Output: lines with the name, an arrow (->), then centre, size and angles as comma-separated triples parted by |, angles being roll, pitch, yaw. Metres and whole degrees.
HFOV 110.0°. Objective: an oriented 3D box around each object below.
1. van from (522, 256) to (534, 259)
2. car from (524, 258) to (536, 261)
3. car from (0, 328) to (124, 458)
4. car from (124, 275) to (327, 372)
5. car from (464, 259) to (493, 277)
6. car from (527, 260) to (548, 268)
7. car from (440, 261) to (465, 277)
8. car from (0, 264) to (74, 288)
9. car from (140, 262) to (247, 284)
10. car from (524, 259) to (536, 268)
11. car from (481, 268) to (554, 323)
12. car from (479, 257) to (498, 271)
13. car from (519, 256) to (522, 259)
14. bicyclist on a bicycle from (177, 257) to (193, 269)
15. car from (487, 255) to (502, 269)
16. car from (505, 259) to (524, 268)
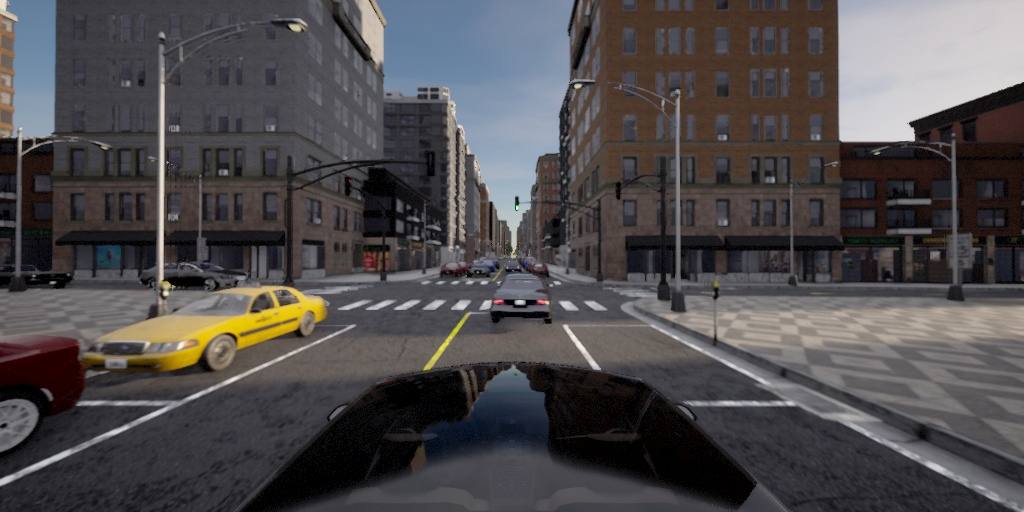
van -> 2.672, 1.058, 51.913 | 1.690, 1.789, 3.998 | 0, 0, 0
car -> 2.671, 1.302, 46.240 | 1.802, 1.307, 4.207 | 0, 0, 0
car -> -5.857, 1.294, 2.259 | 1.888, 1.381, 4.507 | 0, 0, 0
car -> -5.857, 1.271, 7.713 | 1.751, 1.417, 4.829 | 0, 0, 0
car -> -3.105, 1.291, 34.224 | 1.994, 1.385, 4.181 | 0, 0, -1
car -> 2.671, 1.309, 34.893 | 1.802, 1.307, 4.207 | 0, 0, 0
car -> -5.855, 1.272, 34.903 | 1.888, 1.381, 4.507 | 0, 0, 0
car -> -26.657, 1.093, 19.125 | 4.718, 1.301, 1.895 | 1, -1, 0
car -> -16.759, 1.073, 19.065 | 4.902, 1.511, 2.128 | 1, -1, 1
car -> 2.671, 1.305, 40.566 | 1.802, 1.307, 4.207 | 0, 0, 0
car -> 0.417, 1.290, 12.116 | 2.033, 1.411, 5.357 | 0, 0, 5
car -> -3.087, 1.199, 44.257 | 1.882, 1.535, 5.008 | 0, 0, 0
car -> 2.672, 1.029, 57.586 | 2.192, 1.841, 5.009 | 0, 0, 0
bicyclist on a bicycle -> -23.011, 0.884, 25.344 | 0.582, 1.620, 1.656 | 0, 0, 0
car -> -3.032, 0.937, 54.953 | 2.150, 2.045, 5.566 | 0, 0, 0
car -> 0.102, 1.323, 41.930 | 1.895, 1.301, 4.718 | 0, 0, 0
